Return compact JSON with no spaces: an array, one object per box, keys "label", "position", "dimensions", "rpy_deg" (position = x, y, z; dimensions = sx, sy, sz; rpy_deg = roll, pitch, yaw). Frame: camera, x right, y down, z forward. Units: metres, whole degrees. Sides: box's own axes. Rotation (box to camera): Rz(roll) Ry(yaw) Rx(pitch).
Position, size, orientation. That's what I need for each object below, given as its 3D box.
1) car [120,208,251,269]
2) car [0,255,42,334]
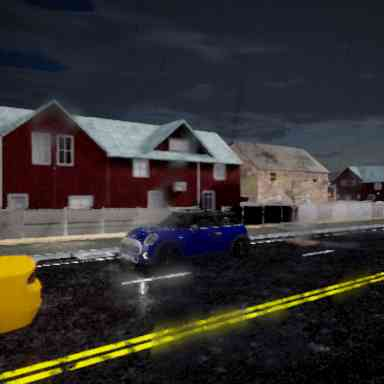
[{"label":"car","position":[-0.138,1.438,11.563],"dimensions":[4.553,1.767,2.097],"rpy_deg":[1,-1,-35]},{"label":"car","position":[-4.700,1.458,4.321],"dimensions":[5.008,1.535,1.882],"rpy_deg":[1,-1,-36]}]
